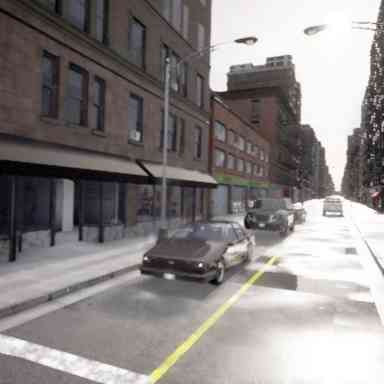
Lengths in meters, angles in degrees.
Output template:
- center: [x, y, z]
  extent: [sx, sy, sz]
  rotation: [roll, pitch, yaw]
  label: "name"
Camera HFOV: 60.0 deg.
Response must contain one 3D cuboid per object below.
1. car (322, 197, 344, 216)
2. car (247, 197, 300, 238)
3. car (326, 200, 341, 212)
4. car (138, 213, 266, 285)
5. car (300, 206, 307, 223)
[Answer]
- center: [16.567, 1.645, 39.105]
  extent: [2.150, 2.045, 5.566]
  rotation: [2, 0, 24]
  label: "car"
- center: [4.612, 1.331, 19.174]
  extent: [2.150, 2.045, 5.566]
  rotation: [2, 0, 24]
  label: "car"
- center: [20.869, 2.015, 48.927]
  extent: [1.882, 1.535, 5.008]
  rotation: [2, 0, 23]
  label: "car"
- center: [0.559, 1.554, 9.957]
  extent: [2.033, 1.411, 5.357]
  rotation: [2, 0, 24]
  label: "car"
- center: [8.615, 1.814, 28.308]
  extent: [1.895, 1.301, 4.718]
  rotation: [2, 0, 24]
  label: "car"
